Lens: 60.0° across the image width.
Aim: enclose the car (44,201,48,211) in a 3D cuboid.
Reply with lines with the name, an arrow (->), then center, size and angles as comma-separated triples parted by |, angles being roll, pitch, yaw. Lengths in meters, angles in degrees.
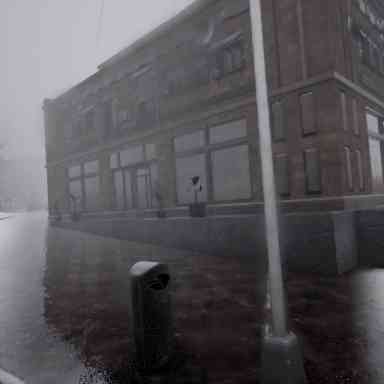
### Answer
car -> -19.846, 1.753, 48.536 | 2.150, 2.045, 5.566 | -2, 0, -37
